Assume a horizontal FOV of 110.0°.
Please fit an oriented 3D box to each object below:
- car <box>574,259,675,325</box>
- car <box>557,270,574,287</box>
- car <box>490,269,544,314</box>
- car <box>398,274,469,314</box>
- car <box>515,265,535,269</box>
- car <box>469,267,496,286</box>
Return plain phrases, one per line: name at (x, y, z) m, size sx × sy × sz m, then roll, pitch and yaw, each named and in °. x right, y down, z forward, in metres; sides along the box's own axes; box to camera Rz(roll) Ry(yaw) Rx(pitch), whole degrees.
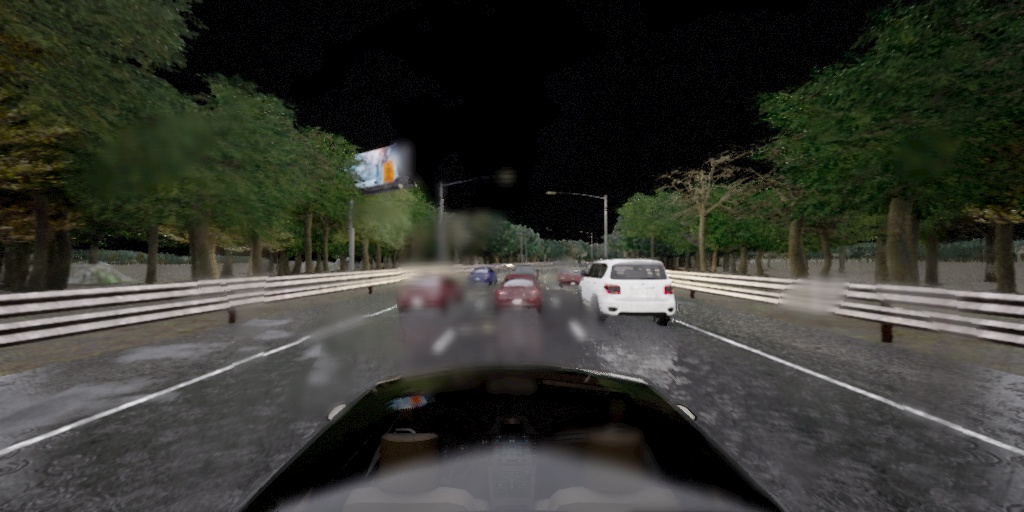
car at (3.745, 1.124, 12.628) m, size 2.150 × 2.045 × 5.566 m, roll 0°, pitch -1°, yaw 3°
car at (4.544, 1.712, 27.876) m, size 1.895 × 1.301 × 4.718 m, roll 0°, pitch -1°, yaw 5°
car at (0.337, 1.450, 14.598) m, size 1.812 × 1.442 × 4.674 m, roll 0°, pitch -1°, yaw 3°
car at (-3.161, 1.449, 14.694) m, size 1.812 × 1.442 × 4.674 m, roll 0°, pitch -1°, yaw 3°
car at (1.099, 1.470, 28.622) m, size 2.097 × 1.767 × 4.553 m, roll 0°, pitch -1°, yaw 5°
car at (-2.329, 1.655, 29.644) m, size 1.812 × 1.442 × 4.674 m, roll 0°, pitch -1°, yaw 5°
